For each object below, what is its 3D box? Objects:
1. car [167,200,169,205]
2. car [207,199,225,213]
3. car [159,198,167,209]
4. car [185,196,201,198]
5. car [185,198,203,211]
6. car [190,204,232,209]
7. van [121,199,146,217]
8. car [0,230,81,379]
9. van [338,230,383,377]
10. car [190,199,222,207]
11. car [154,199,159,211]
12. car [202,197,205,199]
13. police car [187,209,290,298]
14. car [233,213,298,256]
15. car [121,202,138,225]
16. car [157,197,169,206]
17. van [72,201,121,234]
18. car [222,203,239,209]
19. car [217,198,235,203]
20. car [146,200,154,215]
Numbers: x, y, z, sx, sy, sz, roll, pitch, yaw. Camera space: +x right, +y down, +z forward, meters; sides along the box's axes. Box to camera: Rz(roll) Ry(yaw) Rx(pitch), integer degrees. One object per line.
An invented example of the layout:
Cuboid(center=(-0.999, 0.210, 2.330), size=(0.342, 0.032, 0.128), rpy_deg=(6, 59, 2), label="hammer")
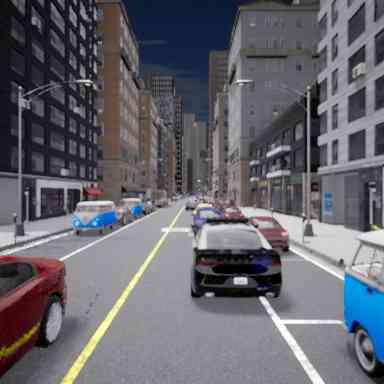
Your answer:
Cuboid(center=(-5.545, 1.927, 58.048), size=(1.802, 1.307, 4.206), rpy_deg=(0, 0, 0), label="car")
Cuboid(center=(2.945, 1.684, 41.527), size=(1.967, 1.590, 4.097), rpy_deg=(0, 0, 0), label="car")
Cuboid(center=(-5.557, 1.877, 52.547), size=(1.947, 1.339, 4.313), rpy_deg=(0, 0, 0), label="car")
Cuboid(center=(0.127, 1.878, 59.042), size=(1.812, 1.442, 4.674), rpy_deg=(0, 0, 0), label="car")
Cuboid(center=(0.117, 1.833, 45.649), size=(1.994, 1.385, 4.181), rpy_deg=(0, 0, 0), label="car")
Cuboid(center=(0.940, 1.635, 18.700), size=(1.812, 1.442, 4.674), rpy_deg=(0, 0, 0), label="car")
Cuboid(center=(-5.605, 1.519, 30.543), size=(1.690, 1.788, 3.998), rpy_deg=(0, 0, 0), label="van")
Cuboid(center=(-2.993, 1.498, 3.529), size=(1.882, 1.535, 5.008), rpy_deg=(0, 0, 0), label="car")
Cuboid(center=(2.861, 1.359, 3.019), size=(1.690, 1.788, 3.998), rpy_deg=(0, 0, 0), label="van")
Cuboid(center=(0.953, 1.600, 24.891), size=(1.801, 1.575, 5.366), rpy_deg=(0, 0, 0), label="car")
Cuboid(center=(-5.580, 1.826, 41.545), size=(1.802, 1.307, 4.206), rpy_deg=(0, 0, 0), label="car")
Cuboid(center=(2.968, 1.862, 52.529), size=(2.008, 1.369, 4.403), rpy_deg=(0, 0, 0), label="car")
Cuboid(center=(0.918, 1.477, 8.810), size=(1.930, 1.638, 5.238), rpy_deg=(0, 0, 0), label="police car")
Cuboid(center=(2.885, 1.663, 14.020), size=(1.802, 1.307, 4.206), rpy_deg=(0, 0, 0), label="car")
Cuboid(center=(-5.616, 1.696, 25.041), size=(2.008, 1.369, 4.403), rpy_deg=(0, 0, 0), label="car")
Cuboid(center=(-5.534, 1.820, 63.551), size=(1.967, 1.590, 4.097), rpy_deg=(0, 0, 0), label="car")
Cuboid(center=(-5.629, 1.454, 19.542), size=(1.690, 1.788, 3.998), rpy_deg=(0, 0, 0), label="van")
Cuboid(center=(2.910, 1.727, 25.022), size=(1.802, 1.307, 4.206), rpy_deg=(0, 0, 0), label="car")
Cuboid(center=(2.921, 1.493, 30.525), size=(2.192, 1.841, 5.009), rpy_deg=(0, 0, 0), label="car")
Cuboid(center=(-5.592, 1.776, 36.043), size=(1.947, 1.339, 4.313), rpy_deg=(0, 0, 0), label="car")
